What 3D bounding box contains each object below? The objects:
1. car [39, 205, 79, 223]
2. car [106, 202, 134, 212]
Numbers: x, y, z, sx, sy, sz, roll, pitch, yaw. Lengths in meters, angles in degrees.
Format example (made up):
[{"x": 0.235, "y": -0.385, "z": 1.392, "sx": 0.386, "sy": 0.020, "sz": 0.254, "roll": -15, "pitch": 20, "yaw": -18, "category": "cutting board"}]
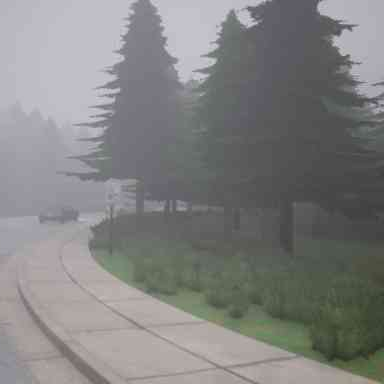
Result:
[{"x": -10.800, "y": 1.728, "z": 27.271, "sx": 1.994, "sy": 1.385, "sz": 4.181, "roll": 1, "pitch": -1, "yaw": 0, "category": "car"}, {"x": -8.198, "y": 1.907, "z": 39.021, "sx": 1.812, "sy": 1.442, "sz": 4.674, "roll": 1, "pitch": -1, "yaw": 23, "category": "car"}]
